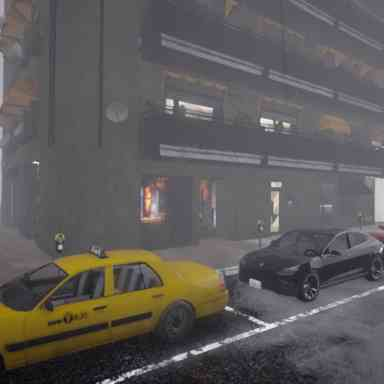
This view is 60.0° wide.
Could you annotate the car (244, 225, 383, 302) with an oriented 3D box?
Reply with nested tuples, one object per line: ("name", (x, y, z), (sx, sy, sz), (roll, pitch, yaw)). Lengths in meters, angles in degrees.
("car", (3.115, 1.568, 8.291), (4.313, 1.339, 1.947), (0, 1, -35))

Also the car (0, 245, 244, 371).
("car", (-1.647, 1.526, 4.909), (4.829, 1.417, 1.752), (0, 1, -35))
